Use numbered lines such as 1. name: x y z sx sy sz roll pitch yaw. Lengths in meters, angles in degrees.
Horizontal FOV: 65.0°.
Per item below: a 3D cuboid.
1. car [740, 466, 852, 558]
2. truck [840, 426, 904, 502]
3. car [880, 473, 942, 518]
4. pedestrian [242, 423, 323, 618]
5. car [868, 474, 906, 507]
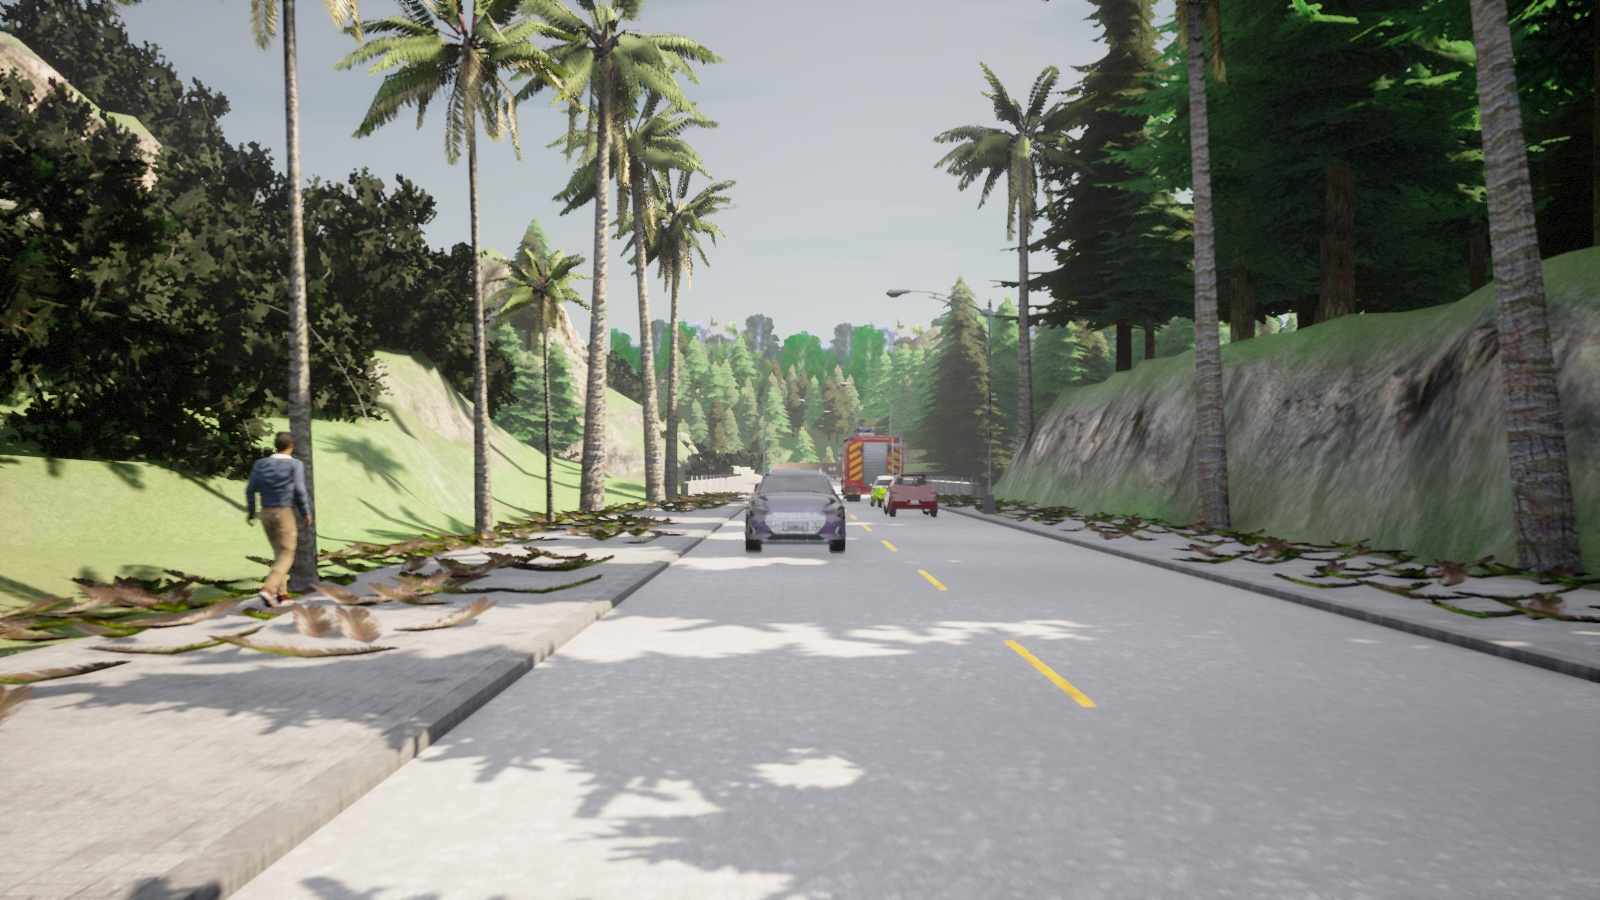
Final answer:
1. car: -0.081 1.167 25.218 2.033 1.649 4.856 0 -1 0
2. truck: 3.763 0.766 67.549 2.891 3.827 8.468 0 -1 0
3. car: 3.852 1.553 44.173 1.845 1.501 3.633 0 -1 0
4. pedestrian: -5.325 0.708 12.953 0.423 1.949 0.788 0 -1 8
5. car: 3.813 1.776 55.142 1.481 1.376 2.207 0 0 0
